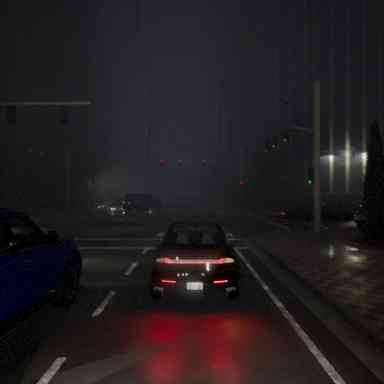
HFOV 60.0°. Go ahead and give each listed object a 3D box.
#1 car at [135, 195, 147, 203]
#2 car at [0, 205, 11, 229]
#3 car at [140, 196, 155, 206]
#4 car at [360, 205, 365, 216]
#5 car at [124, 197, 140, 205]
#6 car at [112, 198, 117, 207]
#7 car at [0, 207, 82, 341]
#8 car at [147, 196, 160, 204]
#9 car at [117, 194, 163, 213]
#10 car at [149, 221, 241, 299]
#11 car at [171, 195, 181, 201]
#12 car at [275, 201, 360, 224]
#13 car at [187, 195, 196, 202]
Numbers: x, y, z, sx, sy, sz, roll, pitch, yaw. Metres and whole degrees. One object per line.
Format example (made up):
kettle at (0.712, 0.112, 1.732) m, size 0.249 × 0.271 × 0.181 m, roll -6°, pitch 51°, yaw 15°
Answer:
car at (-10.623, 1.466, 69.758) m, size 1.882 × 1.535 × 5.008 m, roll 0°, pitch 0°, yaw 0°
car at (-13.556, 1.560, 21.280) m, size 4.181 × 1.385 × 1.994 m, roll 0°, pitch 0°, yaw 39°
car at (-7.182, 1.496, 53.975) m, size 1.837 × 1.490 × 4.892 m, roll 0°, pitch 0°, yaw 0°
car at (17.480, 1.500, 31.407) m, size 4.892 × 1.490 × 1.837 m, roll 0°, pitch 0°, yaw -1°
car at (-10.674, 1.591, 59.316) m, size 1.895 × 1.301 × 4.718 m, roll 0°, pitch 0°, yaw 0°
car at (-10.687, 1.518, 50.207) m, size 1.812 × 1.442 × 4.674 m, roll 0°, pitch 0°, yaw 0°
car at (-3.451, 1.221, 4.822) m, size 2.150 × 2.045 × 5.566 m, roll 0°, pitch 0°, yaw 1°
car at (-7.168, 1.554, 62.884) m, size 1.994 × 1.385 × 4.181 m, roll 0°, pitch 0°, yaw 0°
car at (-5.338, 1.215, 36.497) m, size 2.150 × 2.045 × 5.566 m, roll 1°, pitch 0°, yaw 25°
car at (0.078, 1.490, 8.454) m, size 2.128 × 1.511 × 4.902 m, roll 0°, pitch 0°, yaw 1°
car at (-3.634, 1.327, 76.033) m, size 1.812 × 1.442 × 4.674 m, roll 0°, pitch 0°, yaw 0°
car at (8.839, 1.543, 24.104) m, size 5.357 × 1.411 × 2.033 m, roll 0°, pitch 0°, yaw -1°
car at (-0.133, 1.417, 75.500) m, size 1.837 × 1.490 × 4.892 m, roll 0°, pitch 0°, yaw 0°
